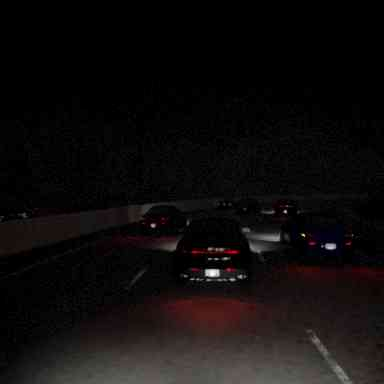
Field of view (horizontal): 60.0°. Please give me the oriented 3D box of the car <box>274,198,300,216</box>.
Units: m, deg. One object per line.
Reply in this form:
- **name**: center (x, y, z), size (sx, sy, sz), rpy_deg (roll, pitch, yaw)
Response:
- **car**: center (8.434, 1.344, 29.619), size (1.837, 1.490, 4.892), rpy_deg (-1, 0, 18)

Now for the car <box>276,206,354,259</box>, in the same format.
- **car**: center (4.445, 1.452, 12.276), size (1.812, 1.442, 4.674), rpy_deg (0, 0, 7)

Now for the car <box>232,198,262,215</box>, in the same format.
- **car**: center (5.469, 1.330, 31.727), size (1.882, 1.535, 5.008), rpy_deg (0, 0, 19)

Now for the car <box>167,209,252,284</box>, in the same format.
- **car**: center (0.628, 1.467, 9.509), size (1.837, 1.490, 4.892), rpy_deg (-1, 0, 5)

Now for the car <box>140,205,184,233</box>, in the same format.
- **car**: center (-1.548, 1.470, 18.982), size (1.812, 1.442, 4.674), rpy_deg (0, 0, 10)

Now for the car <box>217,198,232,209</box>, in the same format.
- **car**: center (4.549, 1.381, 39.098), size (2.033, 1.411, 5.357), rpy_deg (0, 0, 23)

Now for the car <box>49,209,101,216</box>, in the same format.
- **car**: center (-8.077, 1.540, 22.901), size (1.994, 1.385, 4.181), rpy_deg (0, 0, 12)
